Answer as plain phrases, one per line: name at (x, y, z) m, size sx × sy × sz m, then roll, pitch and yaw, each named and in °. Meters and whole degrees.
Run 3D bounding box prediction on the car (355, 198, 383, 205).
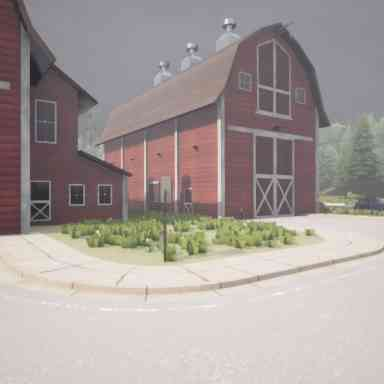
car at (20.138, 1.402, 36.065) m, size 2.097 × 1.767 × 4.553 m, roll 0°, pitch 0°, yaw -34°
